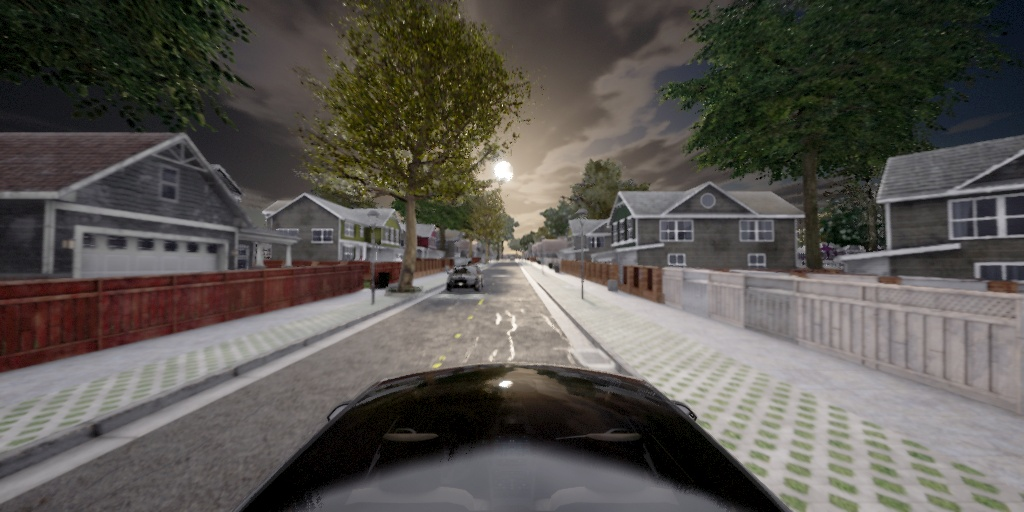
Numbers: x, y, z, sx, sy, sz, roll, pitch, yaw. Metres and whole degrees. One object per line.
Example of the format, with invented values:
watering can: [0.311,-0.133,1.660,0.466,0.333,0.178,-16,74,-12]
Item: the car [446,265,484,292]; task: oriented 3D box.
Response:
car: [-2.764,1.301,21.841,1.837,1.490,4.892,0,-1,1]
